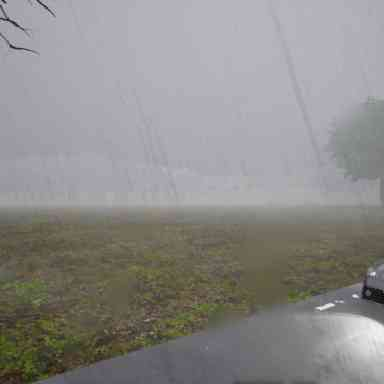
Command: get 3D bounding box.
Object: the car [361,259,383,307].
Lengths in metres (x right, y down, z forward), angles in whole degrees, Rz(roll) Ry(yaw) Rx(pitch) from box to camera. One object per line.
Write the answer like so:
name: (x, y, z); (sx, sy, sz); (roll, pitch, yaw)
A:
car: (5.289, 1.562, 6.732); (4.181, 1.385, 1.994); (0, 0, -36)
